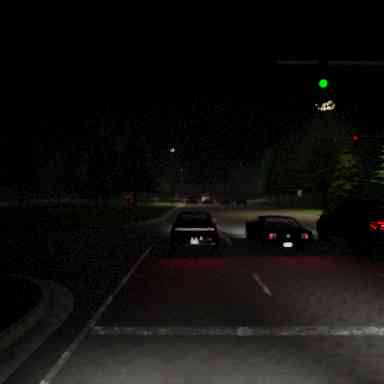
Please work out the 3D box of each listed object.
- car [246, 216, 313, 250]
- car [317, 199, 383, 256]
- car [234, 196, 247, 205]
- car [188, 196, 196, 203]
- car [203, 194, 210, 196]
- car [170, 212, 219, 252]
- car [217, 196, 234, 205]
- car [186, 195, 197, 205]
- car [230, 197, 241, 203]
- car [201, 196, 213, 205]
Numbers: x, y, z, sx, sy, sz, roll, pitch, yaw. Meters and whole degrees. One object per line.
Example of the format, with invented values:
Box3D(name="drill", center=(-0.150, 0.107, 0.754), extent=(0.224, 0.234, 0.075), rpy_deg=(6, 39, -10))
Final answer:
Box3D(name="car", center=(3.591, 1.696, 14.650), extent=(1.895, 1.301, 4.718), rpy_deg=(0, 0, 0))
Box3D(name="car", center=(7.091, 1.311, 13.688), extent=(2.150, 2.045, 5.566), rpy_deg=(0, 0, 0))
Box3D(name="car", center=(10.448, 1.967, 70.129), extent=(1.812, 1.442, 4.674), rpy_deg=(0, 0, 0))
Box3D(name="car", center=(-0.059, 1.824, 80.126), extent=(1.882, 1.535, 5.008), rpy_deg=(0, 0, 0))
Box3D(name="car", center=(3.441, 1.572, 80.160), extent=(2.150, 2.045, 5.566), rpy_deg=(0, 0, 0))
Box3D(name="car", center=(0.090, 1.584, 14.349), extent=(2.128, 1.511, 4.902), rpy_deg=(0, 0, 0))
Box3D(name="car", center=(6.949, 1.979, 69.710), extent=(2.033, 1.411, 5.357), rpy_deg=(0, 0, 0))
Box3D(name="car", center=(-0.051, 1.664, 69.737), extent=(2.150, 2.045, 5.566), rpy_deg=(0, 0, 0))
Box3D(name="car", center=(10.441, 1.847, 80.134), extent=(1.837, 1.490, 4.892), rpy_deg=(0, 0, 0))
Box3D(name="car", center=(3.448, 1.995, 70.124), extent=(1.994, 1.385, 4.181), rpy_deg=(0, 0, 0))
